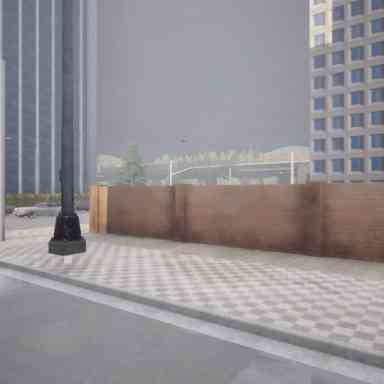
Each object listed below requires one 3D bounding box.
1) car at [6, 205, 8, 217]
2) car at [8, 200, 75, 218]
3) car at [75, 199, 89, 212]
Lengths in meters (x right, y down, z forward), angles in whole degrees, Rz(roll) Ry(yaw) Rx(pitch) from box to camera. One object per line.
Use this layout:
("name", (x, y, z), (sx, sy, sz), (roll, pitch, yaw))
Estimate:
("car", (-18.241, 1.547, 29.267), (2.033, 1.411, 5.357), (0, 0, 32))
("car", (-13.438, 1.601, 29.961), (1.895, 1.301, 4.718), (0, 0, 35))
("car", (-12.432, 1.547, 37.497), (2.033, 1.411, 5.357), (0, 0, 35))
